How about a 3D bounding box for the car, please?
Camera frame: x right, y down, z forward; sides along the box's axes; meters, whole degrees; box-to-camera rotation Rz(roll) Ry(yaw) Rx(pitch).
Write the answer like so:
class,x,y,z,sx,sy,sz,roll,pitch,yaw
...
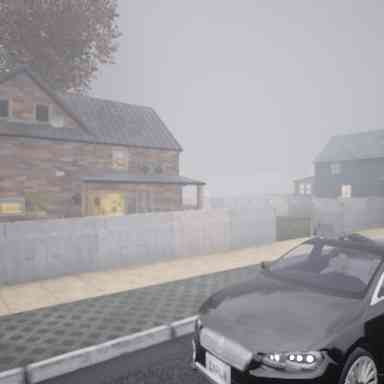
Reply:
class,x,y,z,sx,sy,sz,roll,pitch,yaw
car,2.242,1.408,4.669,4.902,1.511,2.128,-1,1,-35
